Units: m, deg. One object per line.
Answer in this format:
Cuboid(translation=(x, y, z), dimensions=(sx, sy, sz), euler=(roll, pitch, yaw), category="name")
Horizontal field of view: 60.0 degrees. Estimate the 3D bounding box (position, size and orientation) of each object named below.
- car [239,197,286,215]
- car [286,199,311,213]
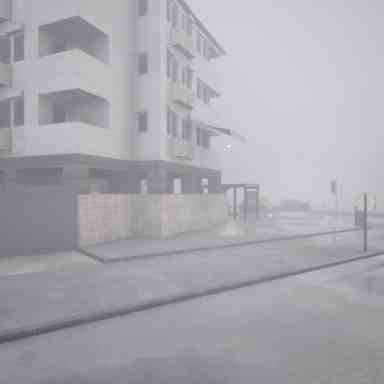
Cuboid(translation=(7.014, 1.345, 34.494), dimensions=(2.097, 1.767, 4.553), euler=(0, 0, -36), category="car")
Cuboid(translation=(10.597, 1.469, 36.623), dimensions=(1.882, 1.535, 5.008), euler=(0, 0, -35), category="car")
